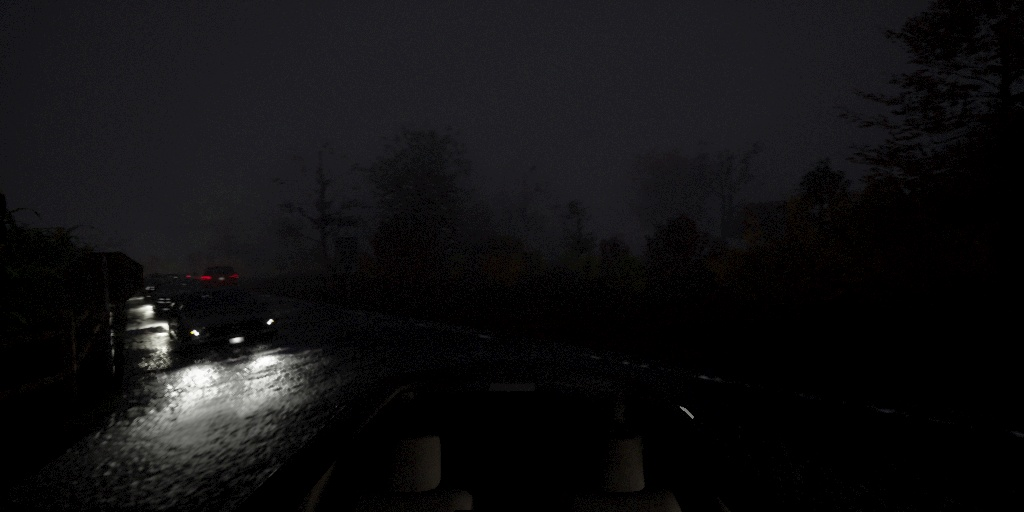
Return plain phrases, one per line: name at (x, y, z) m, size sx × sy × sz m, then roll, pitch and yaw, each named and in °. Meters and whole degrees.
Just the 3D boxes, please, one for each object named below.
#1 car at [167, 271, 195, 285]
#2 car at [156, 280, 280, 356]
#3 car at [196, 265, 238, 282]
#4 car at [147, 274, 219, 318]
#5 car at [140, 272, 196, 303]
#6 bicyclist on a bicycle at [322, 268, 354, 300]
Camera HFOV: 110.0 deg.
car at (-40.031, 2.706, 43.302) m, size 4.892 × 1.490 × 1.837 m, roll -4°, pitch 0°, yaw 40°
car at (-8.253, 1.612, 10.014) m, size 5.357 × 1.411 × 2.033 m, roll -2°, pitch 1°, yaw 43°
car at (-23.017, 1.799, 27.812) m, size 5.566 × 2.045 × 2.150 m, roll -2°, pitch 1°, yaw 43°
car at (-15.401, 1.812, 16.685) m, size 5.008 × 1.535 × 1.882 m, roll -2°, pitch 1°, yaw 43°
car at (-22.152, 1.941, 22.990) m, size 4.553 × 1.767 × 2.097 m, roll -2°, pitch 1°, yaw 43°
bicyclist on a bicycle at (-9.324, 1.477, 19.172) m, size 0.582 × 1.620 × 1.656 m, roll -2°, pitch 1°, yaw 43°
